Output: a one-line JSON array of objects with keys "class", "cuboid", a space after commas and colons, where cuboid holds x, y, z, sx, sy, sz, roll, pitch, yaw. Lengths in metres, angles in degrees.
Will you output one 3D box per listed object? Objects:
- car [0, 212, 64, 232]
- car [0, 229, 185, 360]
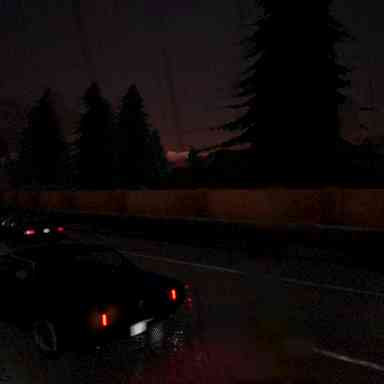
[{"class": "car", "cuboid": [-7.626, 1.588, 14.806, 5.357, 1.411, 2.033, 0, 0, 42]}, {"class": "car", "cuboid": [-2.494, 1.618, 6.008, 4.718, 1.301, 1.895, 0, 0, 38]}]
